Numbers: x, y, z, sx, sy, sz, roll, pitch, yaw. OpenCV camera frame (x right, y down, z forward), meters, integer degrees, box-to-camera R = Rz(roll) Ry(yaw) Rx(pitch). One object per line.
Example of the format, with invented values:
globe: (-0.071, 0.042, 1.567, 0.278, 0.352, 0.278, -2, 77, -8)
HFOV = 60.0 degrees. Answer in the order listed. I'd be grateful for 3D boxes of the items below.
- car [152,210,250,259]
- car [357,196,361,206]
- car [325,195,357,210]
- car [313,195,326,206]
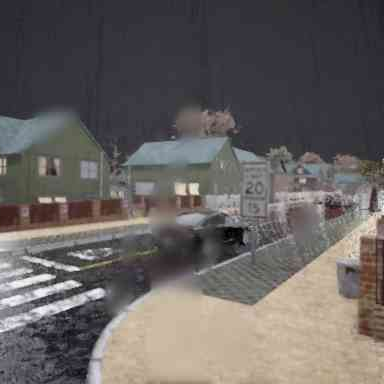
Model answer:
car: (0.569, 1.426, 12.800, 1.882, 1.535, 5.008, 2, 1, 33)
car: (22.469, 1.117, 46.521, 1.812, 1.442, 4.674, 2, 1, 33)
car: (17.288, 1.227, 38.447, 2.033, 1.411, 5.357, 2, 1, 33)
car: (17.437, 1.117, 43.823, 2.033, 1.411, 5.357, 2, 1, 33)
